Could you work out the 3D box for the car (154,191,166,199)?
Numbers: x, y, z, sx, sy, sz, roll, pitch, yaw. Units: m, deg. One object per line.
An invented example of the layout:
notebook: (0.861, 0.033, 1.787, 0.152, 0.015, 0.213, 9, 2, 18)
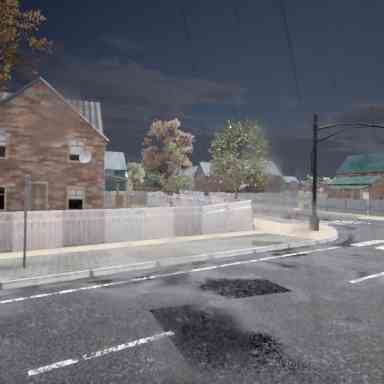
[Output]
car: (-6.196, 0.640, 61.715, 1.812, 1.442, 4.674, 1, 1, -20)
